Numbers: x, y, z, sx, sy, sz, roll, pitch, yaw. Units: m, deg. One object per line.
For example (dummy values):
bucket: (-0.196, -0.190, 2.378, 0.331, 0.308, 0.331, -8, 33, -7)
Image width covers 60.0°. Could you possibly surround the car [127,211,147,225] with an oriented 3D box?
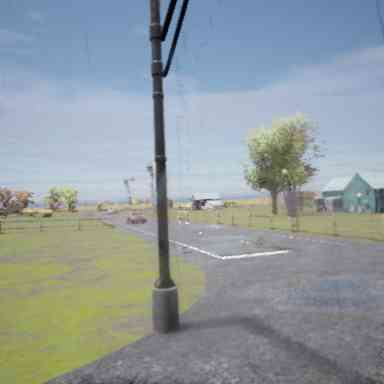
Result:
car: (-7.438, 3.391, 44.900, 2.097, 1.767, 4.553, -2, -2, -19)
